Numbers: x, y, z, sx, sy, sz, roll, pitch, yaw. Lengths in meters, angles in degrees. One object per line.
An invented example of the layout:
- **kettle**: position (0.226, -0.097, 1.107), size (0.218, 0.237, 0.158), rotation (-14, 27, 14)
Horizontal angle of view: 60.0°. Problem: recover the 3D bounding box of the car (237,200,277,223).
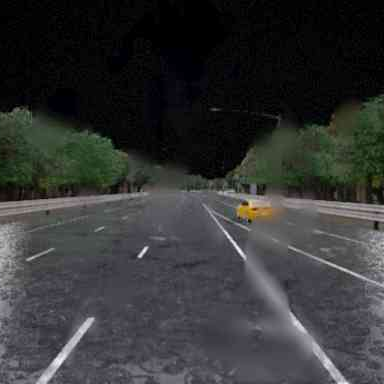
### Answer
- **car**: position (4.539, 1.295, 24.043), size (1.882, 1.535, 5.008), rotation (0, 0, -5)
